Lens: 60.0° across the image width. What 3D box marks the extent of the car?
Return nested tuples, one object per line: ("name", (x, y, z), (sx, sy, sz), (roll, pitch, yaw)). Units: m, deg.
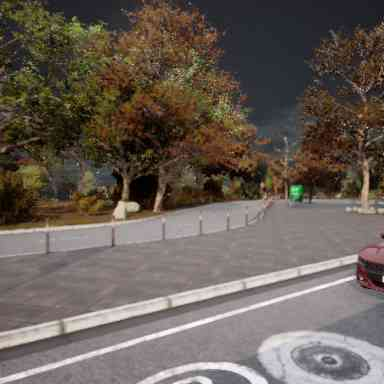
("car", (5.822, 1.410, 7.804), (5.008, 1.535, 1.882), (0, 0, -35))
